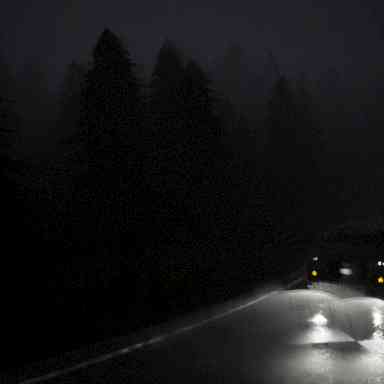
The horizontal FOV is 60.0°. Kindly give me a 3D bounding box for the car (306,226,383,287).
[{"bbox_3d":[4.692,1.694,9.440,1.994,1.385,4.181,-2,-2,34],"label":"car"}]
